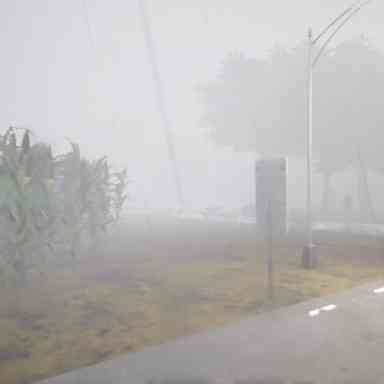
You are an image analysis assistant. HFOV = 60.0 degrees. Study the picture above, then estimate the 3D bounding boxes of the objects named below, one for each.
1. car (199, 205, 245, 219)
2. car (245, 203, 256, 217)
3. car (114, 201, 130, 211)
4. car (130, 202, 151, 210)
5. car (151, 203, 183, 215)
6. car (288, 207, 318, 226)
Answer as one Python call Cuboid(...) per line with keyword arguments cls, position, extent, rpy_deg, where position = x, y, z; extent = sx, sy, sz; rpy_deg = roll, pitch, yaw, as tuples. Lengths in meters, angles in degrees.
Cuboid(cls="car", position=(2.808, 2.047, 34.217), extent=(1.895, 1.301, 4.718), rpy_deg=(0, 0, -35))
Cuboid(cls="car", position=(6.564, 1.907, 34.000), extent=(1.837, 1.490, 4.892), rpy_deg=(0, 0, -35))
Cuboid(cls="car", position=(-11.256, 2.260, 54.358), extent=(1.812, 1.442, 4.674), rpy_deg=(0, -1, -35))
Cuboid(cls="car", position=(-7.911, 2.296, 54.492), extent=(1.895, 1.301, 4.718), rpy_deg=(0, 0, -35))
Cuboid(cls="car", position=(-2.966, 2.086, 42.430), extent=(1.812, 1.442, 4.674), rpy_deg=(0, 0, -35))
Cuboid(cls="car", position=(7.961, 1.911, 26.938), extent=(1.994, 1.385, 4.181), rpy_deg=(0, 0, -36))
